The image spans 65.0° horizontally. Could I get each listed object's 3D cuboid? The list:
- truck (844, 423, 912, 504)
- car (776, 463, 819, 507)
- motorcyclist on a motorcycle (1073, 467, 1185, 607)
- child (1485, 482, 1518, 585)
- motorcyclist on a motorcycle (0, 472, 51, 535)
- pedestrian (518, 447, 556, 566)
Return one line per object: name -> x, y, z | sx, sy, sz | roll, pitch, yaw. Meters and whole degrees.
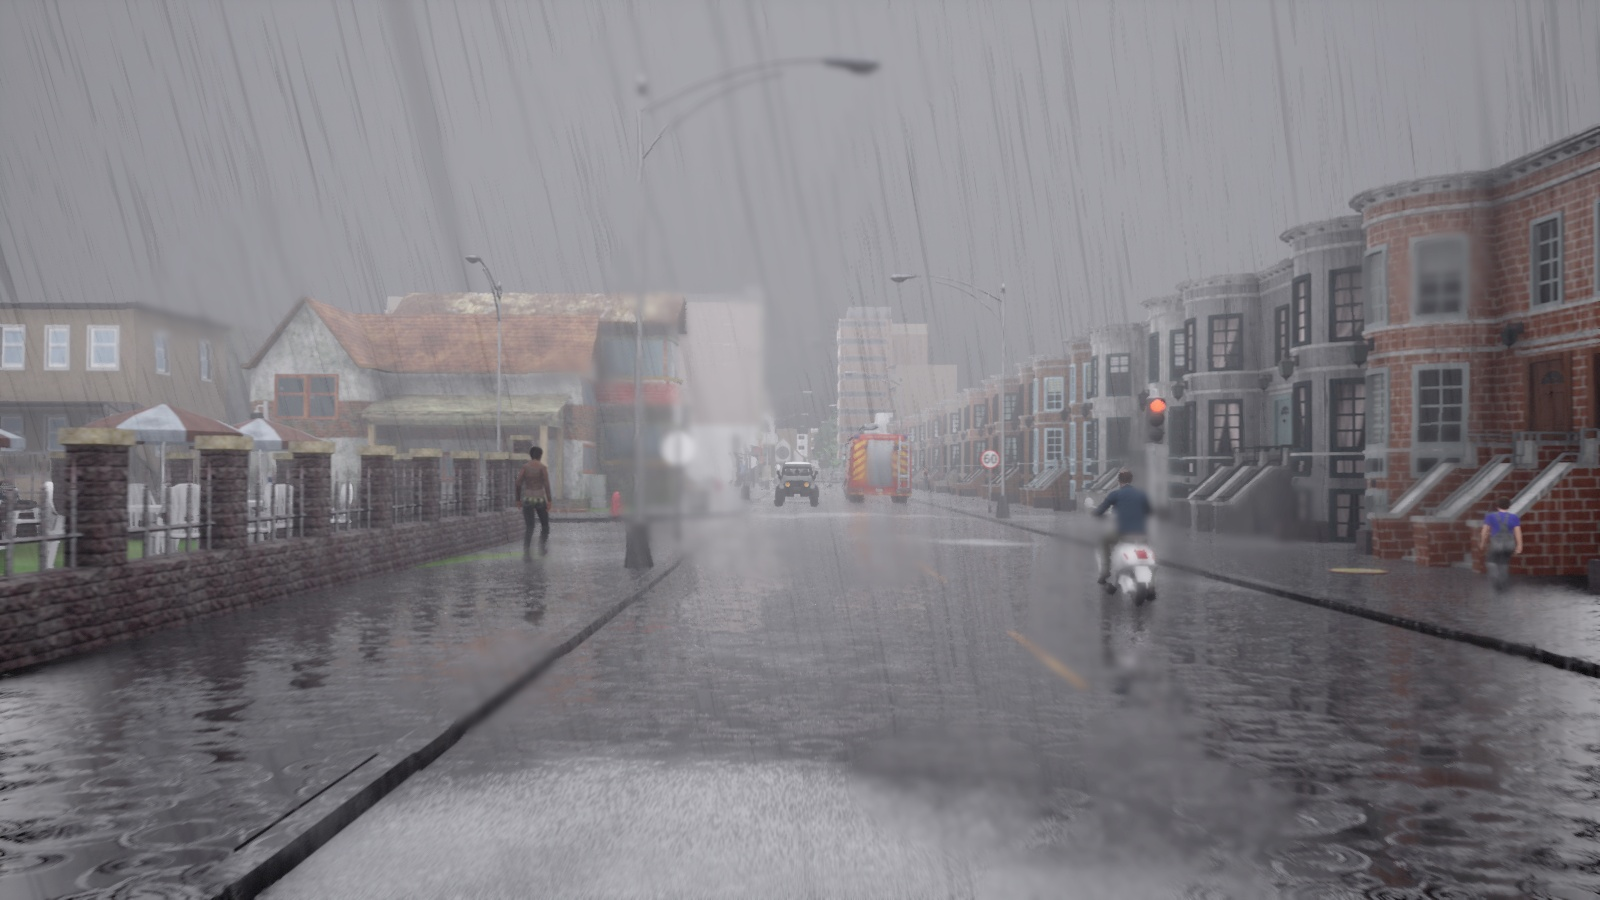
truck -> 3.869, 0.706, 63.991 | 2.891, 3.827, 8.468 | 0, -1, 0
car -> -0.115, 1.559, 56.621 | 1.905, 1.878, 3.866 | 0, -1, 0
motorcyclist on a motorcycle -> 3.959, 1.008, 15.258 | 0.866, 1.590, 1.817 | 0, -1, 0
child -> 8.791, 1.032, 15.738 | 0.270, 1.263, 0.437 | -1, -1, 19
motorcyclist on a motorcycle -> -21.242, 1.406, 33.219 | 2.350, 1.649, 0.766 | 0, -1, -2
pedestrian -> -4.073, 0.867, 19.469 | 0.328, 1.805, 0.869 | 0, -1, 6
